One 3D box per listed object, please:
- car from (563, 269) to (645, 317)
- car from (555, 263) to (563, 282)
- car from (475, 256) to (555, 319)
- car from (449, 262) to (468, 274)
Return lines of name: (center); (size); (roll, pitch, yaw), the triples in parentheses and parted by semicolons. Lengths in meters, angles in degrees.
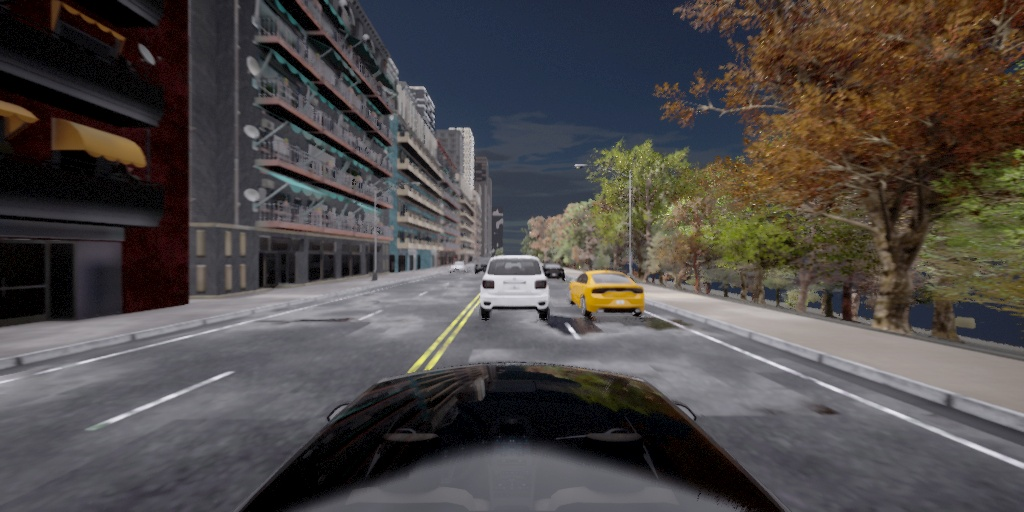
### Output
car: (3.338, 1.270, 13.488); (1.882, 1.535, 5.008); (0, 0, 0)
car: (3.350, 1.337, 30.884); (1.882, 1.535, 5.008); (0, 0, 0)
car: (0.090, 1.012, 13.085); (2.150, 2.045, 5.566); (0, 0, 0)
car: (-6.573, 1.439, 44.654); (1.812, 1.442, 4.674); (0, 0, 0)
